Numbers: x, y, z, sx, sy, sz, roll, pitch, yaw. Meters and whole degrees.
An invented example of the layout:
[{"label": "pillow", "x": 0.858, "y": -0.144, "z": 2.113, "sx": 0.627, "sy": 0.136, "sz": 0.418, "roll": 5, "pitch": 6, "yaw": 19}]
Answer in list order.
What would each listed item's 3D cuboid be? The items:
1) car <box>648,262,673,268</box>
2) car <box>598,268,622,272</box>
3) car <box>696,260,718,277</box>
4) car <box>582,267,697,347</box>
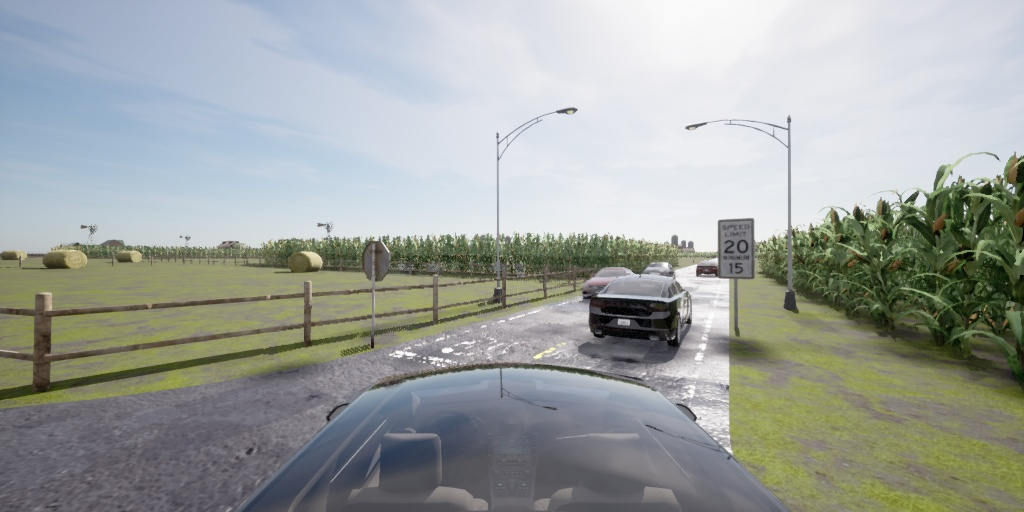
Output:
[{"label": "car", "x": 11.671, "y": 1.259, "z": 28.383, "sx": 2.128, "sy": 1.511, "sz": 4.902, "roll": 0, "pitch": 0, "yaw": 31}, {"label": "car", "x": 4.888, "y": 1.292, "z": 17.198, "sx": 1.812, "sy": 1.442, "sz": 4.674, "roll": 0, "pitch": 0, "yaw": 31}, {"label": "car", "x": 19.753, "y": 1.229, "z": 36.133, "sx": 1.882, "sy": 1.535, "sz": 5.008, "roll": 0, "pitch": 0, "yaw": 32}, {"label": "car", "x": 3.618, "y": 1.231, "z": 9.601, "sx": 1.882, "sy": 1.535, "sz": 5.008, "roll": 0, "pitch": 0, "yaw": 31}]
